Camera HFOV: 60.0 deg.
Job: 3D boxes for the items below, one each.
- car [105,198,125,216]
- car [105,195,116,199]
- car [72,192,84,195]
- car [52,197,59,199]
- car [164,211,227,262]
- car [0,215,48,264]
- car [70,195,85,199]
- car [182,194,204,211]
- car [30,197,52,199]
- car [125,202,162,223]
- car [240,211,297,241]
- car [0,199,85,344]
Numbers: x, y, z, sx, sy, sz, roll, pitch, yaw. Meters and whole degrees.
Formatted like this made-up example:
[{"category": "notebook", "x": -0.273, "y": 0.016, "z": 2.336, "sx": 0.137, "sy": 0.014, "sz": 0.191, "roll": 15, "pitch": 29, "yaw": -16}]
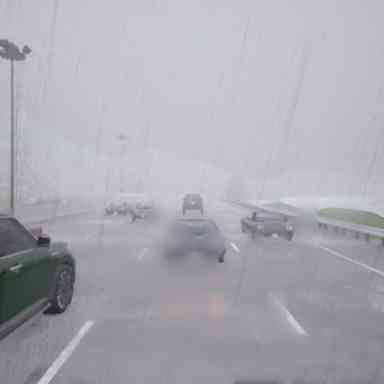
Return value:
[{"category": "car", "x": -6.908, "y": 1.586, "z": 32.260, "sx": 1.895, "sy": 1.301, "sz": 4.718, "roll": 0, "pitch": 0, "yaw": 0}, {"category": "car", "x": -20.984, "y": 1.374, "z": 85.862, "sx": 1.895, "sy": 1.301, "sz": 4.718, "roll": 0, "pitch": 0, "yaw": 1}, {"category": "car", "x": -28.014, "y": 1.114, "z": 81.558, "sx": 2.150, "sy": 2.045, "sz": 5.566, "roll": 0, "pitch": 0, "yaw": 0}, {"category": "car", "x": -24.535, "y": 1.574, "z": 58.434, "sx": 1.895, "sy": 1.301, "sz": 4.718, "roll": 0, "pitch": 0, "yaw": 0}, {"category": "car", "x": 0.097, "y": 1.595, "z": 12.032, "sx": 1.895, "sy": 1.301, "sz": 4.718, "roll": 0, "pitch": 0, "yaw": 0}, {"category": "car", "x": -6.896, "y": 1.596, "z": 11.339, "sx": 1.895, "sy": 1.301, "sz": 4.718, "roll": 0, "pitch": 0, "yaw": 0}, {"category": "car", "x": -17.576, "y": 1.578, "z": 50.432, "sx": 1.895, "sy": 1.301, "sz": 4.718, "roll": 0, "pitch": 0, "yaw": 0}, {"category": "car", "x": 0.091, "y": 1.204, "z": 35.269, "sx": 2.150, "sy": 2.045, "sz": 5.566, "roll": 0, "pitch": 0, "yaw": 0}, {"category": "car", "x": -21.071, "y": 1.506, "z": 44.547, "sx": 1.812, "sy": 1.442, "sz": 4.674, "roll": 0, "pitch": 0, "yaw": 0}, {"category": "car", "x": -3.407, "y": 1.479, "z": 25.546, "sx": 2.128, "sy": 1.511, "sz": 4.902, "roll": 0, "pitch": 0, "yaw": 0}, {"category": "car", "x": 3.596, "y": 1.592, "z": 16.611, "sx": 1.895, "sy": 1.301, "sz": 4.718, "roll": 0, "pitch": 0, "yaw": 0}, {"category": "car", "x": -3.403, "y": 1.220, "z": 4.381, "sx": 2.150, "sy": 2.045, "sz": 5.566, "roll": 0, "pitch": 0, "yaw": 0}]
